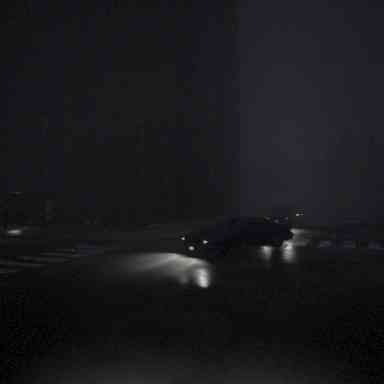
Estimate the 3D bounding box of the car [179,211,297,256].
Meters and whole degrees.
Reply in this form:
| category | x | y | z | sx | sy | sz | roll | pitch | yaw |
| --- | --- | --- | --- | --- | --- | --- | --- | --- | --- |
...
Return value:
| category | x | y | z | sx | sy | sz | roll | pitch | yaw |
| --- | --- | --- | --- | --- | --- | --- | --- | --- | --- |
| car | 2.085 | 1.746 | 14.209 | 5.357 | 1.411 | 2.033 | 0 | -1 | -37 |

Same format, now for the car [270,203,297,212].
| category | x | y | z | sx | sy | sz | roll | pitch | yaw |
| --- | --- | --- | --- | --- | --- | --- | --- | --- | --- |
| car | 6.867 | 1.837 | 25.461 | 1.837 | 1.490 | 4.892 | -1 | -1 | 25 |
